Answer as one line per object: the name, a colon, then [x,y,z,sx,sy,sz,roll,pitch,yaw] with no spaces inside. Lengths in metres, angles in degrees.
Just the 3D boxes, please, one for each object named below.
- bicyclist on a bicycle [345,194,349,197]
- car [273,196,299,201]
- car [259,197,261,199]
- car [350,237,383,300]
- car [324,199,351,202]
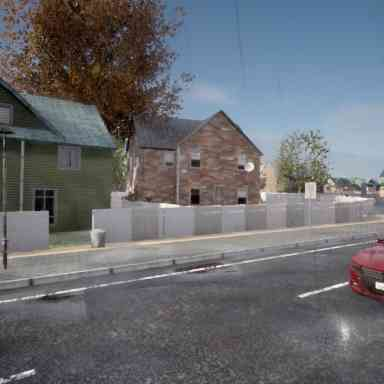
bicyclist on a bicycle: [20.153,1.035,43.350,1.656,1.620,0.582,1,0,-20]
car: [12.925,1.009,46.171,1.882,1.535,5.008,1,0,-20]
car: [9.618,0.978,55.495,1.895,1.301,4.718,1,0,-19]
car: [5.575,1.483,7.535,5.008,1.535,1.882,0,0,-35]
car: [16.238,1.190,36.844,1.837,1.490,4.892,1,1,-20]
